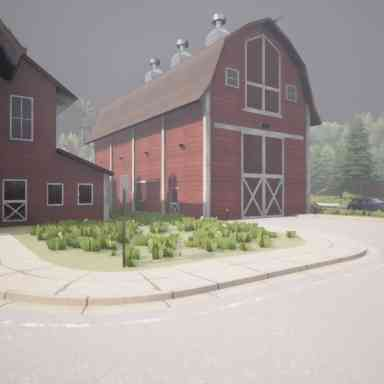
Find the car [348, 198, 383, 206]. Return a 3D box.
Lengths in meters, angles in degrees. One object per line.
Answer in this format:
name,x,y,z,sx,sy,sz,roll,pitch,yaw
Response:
car,19.009,1.397,35.344,2.097,1.767,4.553,0,0,-34
